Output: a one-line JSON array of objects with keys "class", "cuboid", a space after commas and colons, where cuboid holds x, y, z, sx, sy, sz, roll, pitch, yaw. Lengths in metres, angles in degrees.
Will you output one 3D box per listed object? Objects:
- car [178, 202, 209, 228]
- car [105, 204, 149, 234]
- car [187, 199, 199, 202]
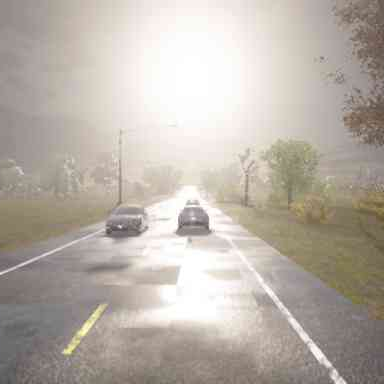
[{"class": "car", "cuboid": [0.097, 1.562, 21.971, 1.994, 1.385, 4.181, 0, 0, 0]}, {"class": "car", "cuboid": [-3.592, 1.503, 19.125, 1.837, 1.490, 4.892, 0, 0, 0]}, {"class": "car", "cuboid": [0.095, 1.537, 40.312, 2.033, 1.411, 5.357, 0, 0, 0]}]
